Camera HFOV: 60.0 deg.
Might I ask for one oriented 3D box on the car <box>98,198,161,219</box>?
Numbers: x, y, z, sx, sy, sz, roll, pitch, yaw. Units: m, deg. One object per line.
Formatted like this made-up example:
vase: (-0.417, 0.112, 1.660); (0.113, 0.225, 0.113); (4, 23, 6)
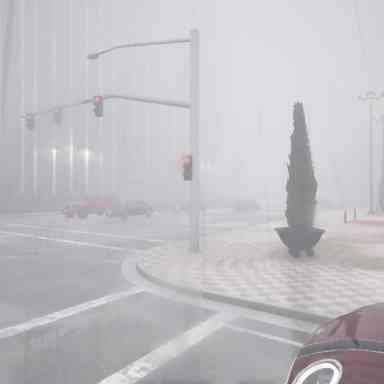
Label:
car: (-5.277, 1.492, 28.909); (2.128, 1.511, 4.902); (0, 0, 35)

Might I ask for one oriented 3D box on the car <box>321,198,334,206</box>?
car: (22.646, 1.601, 56.400); (1.895, 1.301, 4.718); (0, 0, 34)

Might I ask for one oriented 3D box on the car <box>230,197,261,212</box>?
car: (6.635, 1.564, 39.536); (1.994, 1.385, 4.181); (0, 0, 35)

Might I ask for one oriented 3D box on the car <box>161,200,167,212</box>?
car: (-3.169, 1.564, 38.046); (1.994, 1.385, 4.181); (0, 0, 35)

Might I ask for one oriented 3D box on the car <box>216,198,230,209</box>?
car: (5.743, 1.492, 44.700); (2.128, 1.511, 4.902); (0, 0, 35)

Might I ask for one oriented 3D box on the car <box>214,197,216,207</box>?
car: (2.660, 1.478, 46.399); (1.882, 1.535, 5.008); (0, 0, 35)

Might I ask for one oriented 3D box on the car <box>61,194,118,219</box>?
car: (-8.872, 1.221, 29.858); (2.150, 2.045, 5.566); (0, 0, 35)

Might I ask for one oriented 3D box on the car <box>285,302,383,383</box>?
car: (2.862, 1.352, 1.929); (4.553, 1.767, 2.097); (0, 0, 36)

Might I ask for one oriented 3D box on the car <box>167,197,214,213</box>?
car: (-0.067, 1.492, 36.381); (2.128, 1.511, 4.902); (0, 0, 35)
